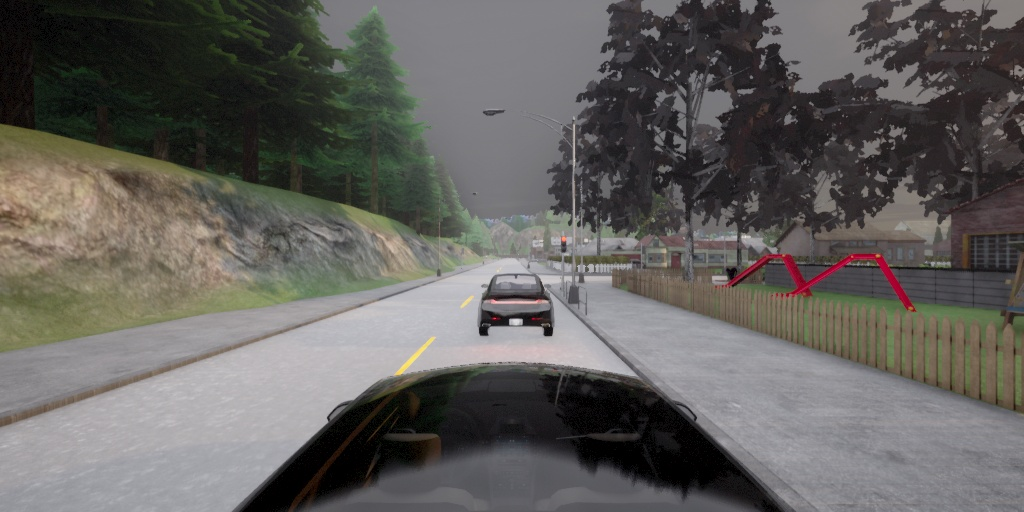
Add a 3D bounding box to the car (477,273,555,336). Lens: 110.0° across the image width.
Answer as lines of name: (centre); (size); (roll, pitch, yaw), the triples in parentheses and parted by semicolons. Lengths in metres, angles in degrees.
car: (0.116, 1.240, 10.307); (2.128, 1.511, 4.902); (0, 0, 1)
